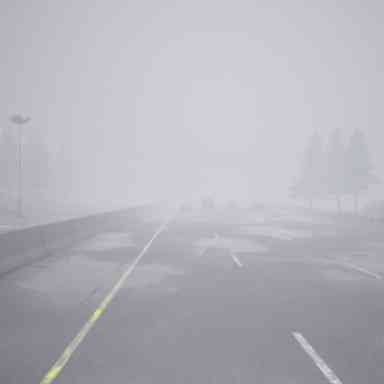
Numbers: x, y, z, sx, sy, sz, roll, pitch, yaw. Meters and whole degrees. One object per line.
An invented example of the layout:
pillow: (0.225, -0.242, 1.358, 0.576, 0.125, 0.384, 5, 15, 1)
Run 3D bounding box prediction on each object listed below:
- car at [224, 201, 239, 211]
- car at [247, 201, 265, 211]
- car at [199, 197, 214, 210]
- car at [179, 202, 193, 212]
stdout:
car: (6.035, 2.148, 51.058, 2.033, 1.411, 5.357, -1, -1, 0)
car: (9.564, 2.095, 49.633, 2.033, 1.411, 5.357, -1, -1, 0)
car: (2.450, 1.908, 54.971, 2.150, 2.045, 5.566, -1, -1, -1)
car: (-0.895, 2.187, 48.741, 2.033, 1.411, 5.357, -1, -1, -3)
